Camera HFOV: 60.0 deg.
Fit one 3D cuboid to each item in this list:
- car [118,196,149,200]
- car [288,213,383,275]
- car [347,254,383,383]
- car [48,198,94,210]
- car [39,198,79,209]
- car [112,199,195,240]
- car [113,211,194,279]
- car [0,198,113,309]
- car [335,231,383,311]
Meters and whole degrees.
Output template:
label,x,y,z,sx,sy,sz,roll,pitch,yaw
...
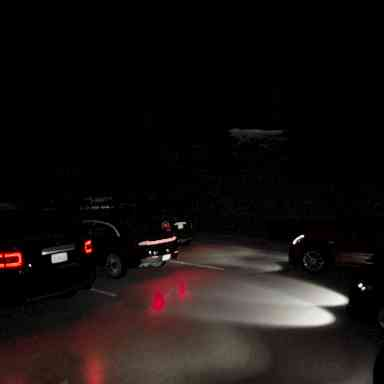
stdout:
label,x,y,z,sx,sy,sz,roll,pitch,yaw
car,-8.674,1.433,49.861,4.902,1.511,2.128,0,0,-41
car,5.012,1.353,9.017,4.553,1.767,2.097,0,0,36
car,3.586,1.473,1.429,5.008,1.535,1.882,0,0,35
car,-15.627,1.482,43.161,2.033,1.411,5.357,0,0,40
car,-18.124,1.523,45.530,1.895,1.301,4.718,0,0,43
car,-2.175,1.359,14.100,4.553,1.767,2.097,0,0,35
car,-2.635,1.497,10.131,4.902,1.511,2.128,0,0,36
car,-4.520,1.227,7.205,5.566,2.045,2.150,0,0,33
car,4.638,1.563,4.973,4.181,1.385,1.994,0,0,36
